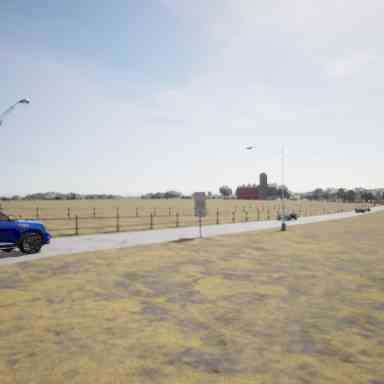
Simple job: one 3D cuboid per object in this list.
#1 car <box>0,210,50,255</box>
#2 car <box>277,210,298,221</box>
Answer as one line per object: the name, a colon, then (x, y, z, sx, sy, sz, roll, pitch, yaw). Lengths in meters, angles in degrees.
car: (-8.356, 1.489, 12.704, 2.150, 2.045, 5.566, -1, -3, 35)
car: (14.326, 3.474, 49.724, 2.128, 1.511, 4.902, -1, -3, 35)
